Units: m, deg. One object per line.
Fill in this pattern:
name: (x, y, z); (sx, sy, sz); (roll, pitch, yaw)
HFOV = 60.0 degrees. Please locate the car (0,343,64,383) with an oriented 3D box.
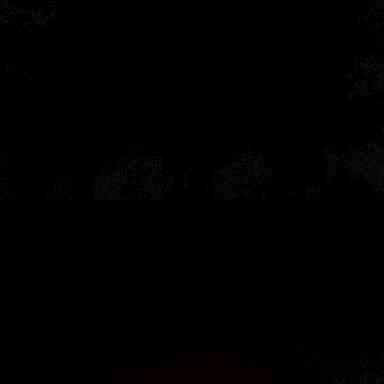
car: (-2.767, 1.605, 1.050); (4.718, 1.301, 1.895); (0, 0, -35)
